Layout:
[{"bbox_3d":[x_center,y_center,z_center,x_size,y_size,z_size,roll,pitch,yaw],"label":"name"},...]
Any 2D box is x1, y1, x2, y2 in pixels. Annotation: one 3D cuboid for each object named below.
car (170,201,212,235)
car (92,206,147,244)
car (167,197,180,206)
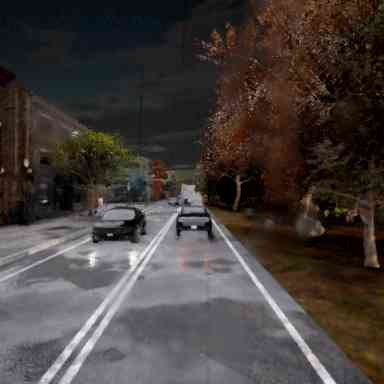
[{"bbox_3d":[0.099,1.494,18.642,2.128,1.511,4.902,0,0,0],"label":"car"},{"bbox_3d":[-3.351,1.480,16.104,1.882,1.535,5.008,0,0,0],"label":"car"},{"bbox_3d":[-3.212,1.636,58.739,2.128,1.511,4.902,0,0,1],"label":"car"}]
